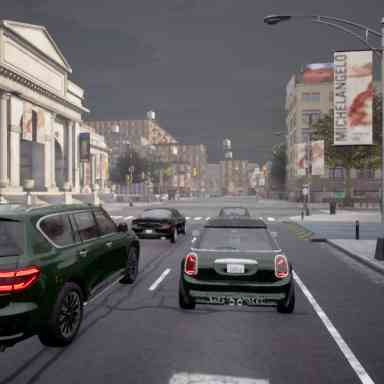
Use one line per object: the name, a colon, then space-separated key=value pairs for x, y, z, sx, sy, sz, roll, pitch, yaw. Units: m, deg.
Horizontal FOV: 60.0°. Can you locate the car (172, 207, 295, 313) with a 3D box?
car: x=1.009 y=1.352 z=7.903 sx=2.097 sy=1.767 sz=4.553 roll=0 pitch=0 yaw=7

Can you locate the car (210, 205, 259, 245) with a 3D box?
car: x=2.136 y=1.489 z=16.752 sx=2.128 sy=1.511 sz=4.902 roll=0 pitch=0 yaw=7

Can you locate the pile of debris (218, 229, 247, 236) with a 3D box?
pile of debris: x=2.192 y=2.175 z=17.989 sx=1.500 sy=0.140 sz=1.860 roll=0 pitch=0 yaw=8

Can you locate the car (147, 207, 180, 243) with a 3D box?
car: x=-1.459 y=1.478 z=16.207 sx=1.882 sy=1.535 sz=5.008 roll=0 pitch=0 yaw=7

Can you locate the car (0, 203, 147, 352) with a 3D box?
car: x=-2.671 y=1.221 z=6.533 sx=2.150 sy=2.045 sz=5.566 roll=0 pitch=0 yaw=6
